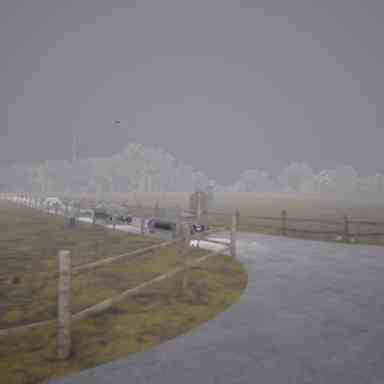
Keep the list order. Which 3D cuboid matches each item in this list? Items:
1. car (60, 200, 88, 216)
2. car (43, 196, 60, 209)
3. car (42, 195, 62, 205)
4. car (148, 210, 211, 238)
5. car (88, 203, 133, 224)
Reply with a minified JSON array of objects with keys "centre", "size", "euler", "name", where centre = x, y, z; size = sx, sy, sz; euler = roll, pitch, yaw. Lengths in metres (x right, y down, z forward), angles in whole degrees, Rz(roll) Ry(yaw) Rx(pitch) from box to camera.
[{"centre":[-11.833,1.720,34.387],"size":[1.895,1.301,4.718],"euler":[2,-1,-35],"name":"car"},{"centre":[-17.922,1.501,43.118],"size":[1.812,1.442,4.674],"euler":[2,0,-34],"name":"car"},{"centre":[-23.893,1.300,56.679],"size":[2.033,1.411,5.357],"euler":[2,0,-36],"name":"car"},{"centre":[-0.775,1.708,18.666],"size":[1.994,1.385,4.181],"euler":[2,-2,-35],"name":"car"},{"centre":[-6.371,1.675,26.635],"size":[1.837,1.490,4.892],"euler":[2,-1,-35],"name":"car"}]
